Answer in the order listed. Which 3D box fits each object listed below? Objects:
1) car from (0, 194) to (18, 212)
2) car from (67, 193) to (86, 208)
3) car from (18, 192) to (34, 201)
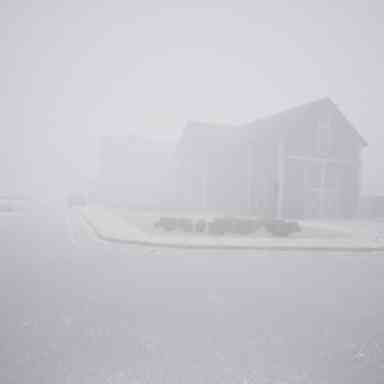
[{"bbox_3d":[-16.878,0.922,29.343,1.812,1.442,4.674,1,0,-22],"label":"car"},{"bbox_3d":[-13.287,0.907,38.047,1.816,1.474,4.193,-5,3,-24],"label":"car"},{"bbox_3d":[-25.308,0.663,50.642,1.895,1.301,4.718,1,0,-22],"label":"car"}]
